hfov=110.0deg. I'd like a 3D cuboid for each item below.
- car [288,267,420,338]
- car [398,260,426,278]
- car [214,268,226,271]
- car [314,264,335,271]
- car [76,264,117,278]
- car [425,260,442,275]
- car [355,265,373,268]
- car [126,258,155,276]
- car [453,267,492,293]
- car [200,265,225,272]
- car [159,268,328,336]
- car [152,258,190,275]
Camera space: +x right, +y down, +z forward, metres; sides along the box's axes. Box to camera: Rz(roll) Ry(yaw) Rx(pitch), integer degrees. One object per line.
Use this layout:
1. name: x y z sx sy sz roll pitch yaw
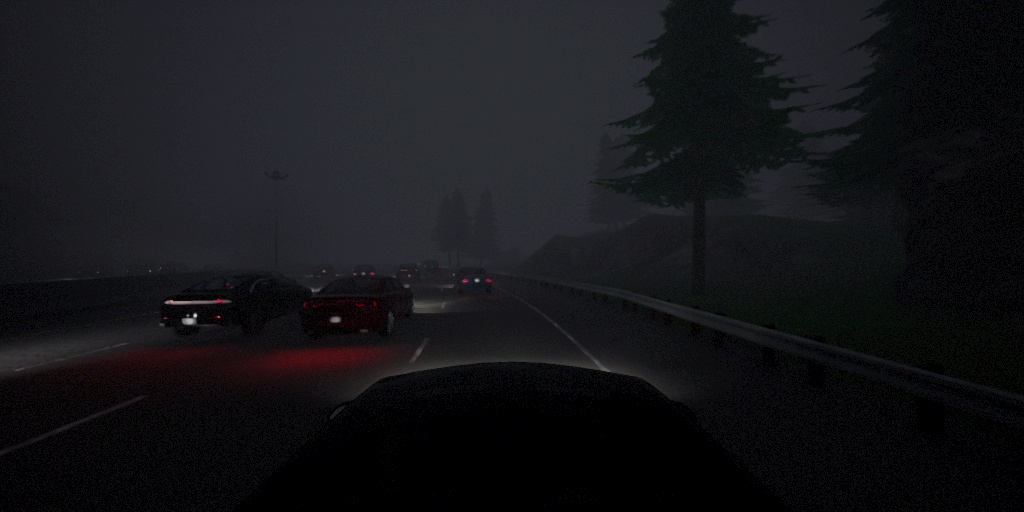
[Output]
1. car: -4.152 1.267 10.428 1.882 1.535 5.008 0 0 -5
2. car: -8.851 1.347 30.314 2.128 1.511 4.902 0 0 -20
3. car: -12.530 1.414 18.086 1.994 1.385 4.181 0 0 -12
4. car: -19.238 1.487 36.791 1.994 1.385 4.181 0 0 -26
5. car: -45.810 1.617 39.662 2.033 1.411 5.357 0 0 -34
6. car: -9.459 1.232 40.596 2.097 1.767 4.553 0 0 -25
7. car: -12.254 1.420 29.761 2.033 1.411 5.357 0 0 -21
8. car: -43.655 1.285 42.679 2.150 2.045 5.566 0 0 -34
9. car: -2.415 1.350 21.224 2.033 1.411 5.357 0 0 -13
10. car: -33.424 1.606 40.107 1.895 1.301 4.718 0 0 -33
11. car: -7.710 1.301 10.697 2.128 1.511 4.902 0 0 -6
12. car: -37.123 1.376 39.337 2.097 1.767 4.553 0 0 -34
